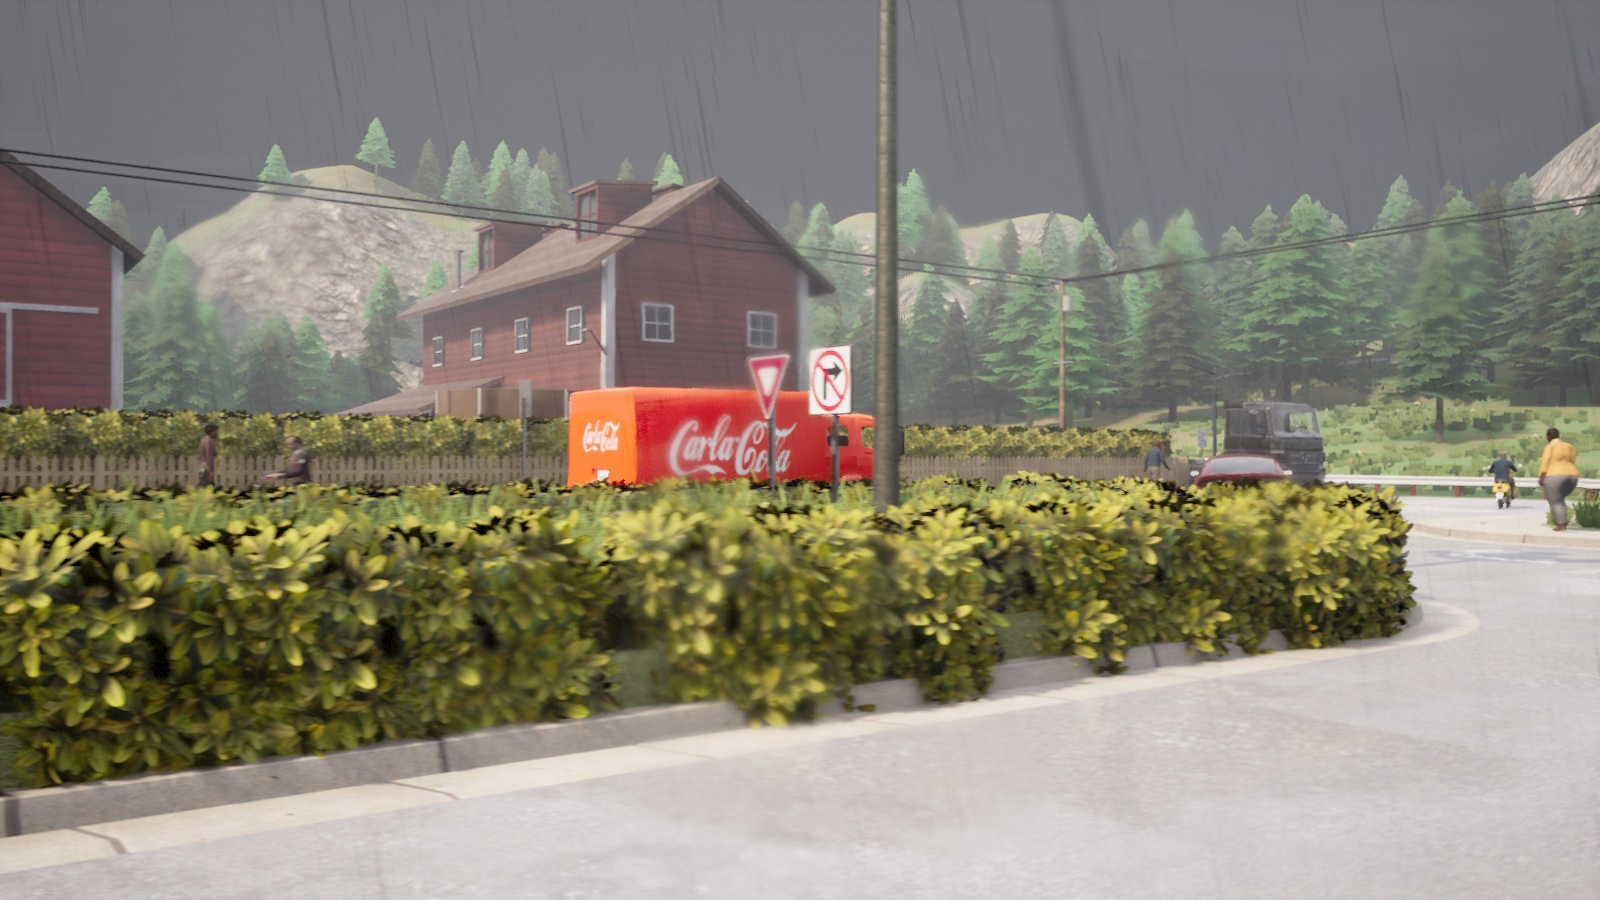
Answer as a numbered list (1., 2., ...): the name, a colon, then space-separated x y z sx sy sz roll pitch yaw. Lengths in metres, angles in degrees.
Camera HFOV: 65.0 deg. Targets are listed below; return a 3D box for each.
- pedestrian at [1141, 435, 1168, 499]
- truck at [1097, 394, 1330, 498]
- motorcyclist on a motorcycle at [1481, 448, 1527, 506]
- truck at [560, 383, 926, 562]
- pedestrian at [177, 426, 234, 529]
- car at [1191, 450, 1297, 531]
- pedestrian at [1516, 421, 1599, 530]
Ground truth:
1. pedestrian: 10.312 0.483 36.504 0.726 1.835 0.370 0 0 -32
2. truck: 14.900 -0.137 45.901 2.891 3.462 7.936 0 0 -35
3. motorcyclist on a motorcycle: 19.863 0.762 35.422 0.866 1.590 1.817 -2 -1 36
4. truck: -0.842 0.314 19.906 5.204 2.467 2.627 0 0 -35
5. pedestrian: -10.525 0.480 22.245 0.869 1.805 0.328 0 0 -36
6. car: 9.235 0.779 26.228 1.882 1.535 5.008 -1 0 19
7. pedestrian: 13.240 0.438 21.978 0.874 1.855 0.900 0 0 -8
